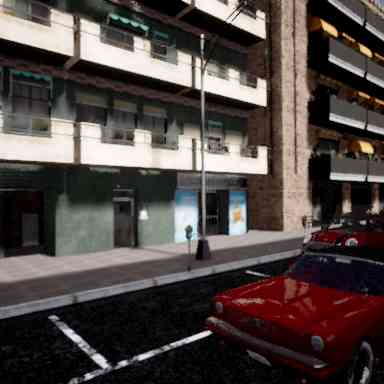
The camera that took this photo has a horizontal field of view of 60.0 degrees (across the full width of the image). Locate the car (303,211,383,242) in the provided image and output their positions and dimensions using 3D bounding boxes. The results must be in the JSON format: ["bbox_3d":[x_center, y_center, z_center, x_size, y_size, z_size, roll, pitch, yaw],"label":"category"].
[{"bbox_3d":[5.477,1.495,11.228,4.097,1.590,1.967,0,0,-39],"label":"car"}]

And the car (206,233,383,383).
[{"bbox_3d":[2.483,1.631,5.314,4.718,1.301,1.895,0,-1,-39],"label":"car"}]
